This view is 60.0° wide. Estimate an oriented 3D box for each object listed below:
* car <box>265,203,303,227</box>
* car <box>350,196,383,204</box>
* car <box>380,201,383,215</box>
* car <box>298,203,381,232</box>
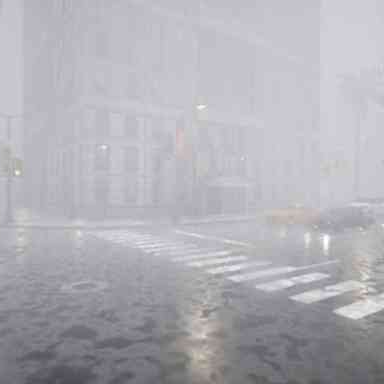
[{"bbox_3d":[7.339,1.578,23.696,5.008,1.535,1.882,0,0,-35],"label":"car"},{"bbox_3d":[15.670,1.357,29.545,5.566,2.045,2.150,0,0,-35],"label":"car"},{"bbox_3d":[17.062,1.651,26.244,4.674,1.442,1.812,0,0,-35],"label":"car"},{"bbox_3d":[9.343,1.640,20.830,5.357,1.411,2.033,0,0,-35],"label":"car"}]
